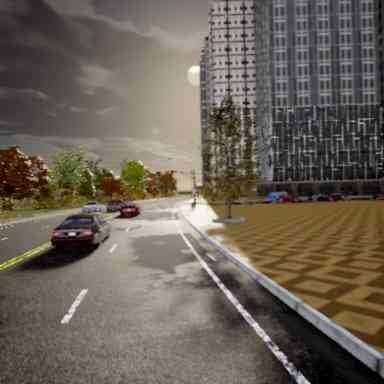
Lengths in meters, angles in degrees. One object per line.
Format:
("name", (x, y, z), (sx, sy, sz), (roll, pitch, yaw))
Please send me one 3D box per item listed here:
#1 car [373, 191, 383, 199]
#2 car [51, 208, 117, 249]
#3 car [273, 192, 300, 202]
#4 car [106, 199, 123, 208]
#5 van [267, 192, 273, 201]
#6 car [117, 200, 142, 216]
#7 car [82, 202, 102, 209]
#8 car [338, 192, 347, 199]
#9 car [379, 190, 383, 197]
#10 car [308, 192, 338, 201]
("car", (34.053, 0.548, 58.367), (4.206, 1.307, 1.802), (-2, 0, 2))
("car", (-5.071, 1.746, 15.804), (2.033, 1.411, 5.357), (-2, 0, -6))
("car", (17.002, 1.005, 58.906), (4.097, 1.590, 1.967), (-2, 0, 2))
("car", (-10.631, 1.811, 46.849), (2.097, 1.767, 4.553), (-2, 0, -1))
("van", (17.352, 0.894, 67.522), (3.998, 1.788, 1.690), (-2, 0, 2))
("car", (-6.839, 1.890, 37.370), (1.994, 1.385, 4.181), (-2, 0, -3))
("car", (-13.864, 2.072, 46.286), (1.812, 1.442, 4.674), (-2, 0, -1))
("car", (28.716, 0.698, 66.970), (4.507, 1.381, 1.887), (-2, 0, 2))
("car", (40.077, 0.320, 66.521), (4.313, 1.339, 1.947), (-2, 0, 2))
("car", (22.689, 0.931, 58.742), (4.313, 1.339, 1.947), (-2, 0, 2))
